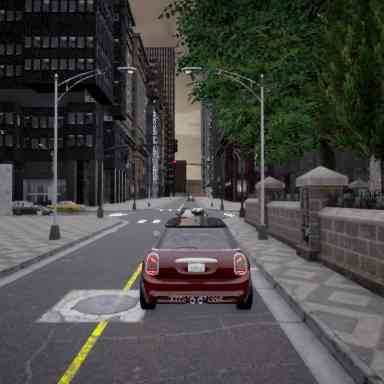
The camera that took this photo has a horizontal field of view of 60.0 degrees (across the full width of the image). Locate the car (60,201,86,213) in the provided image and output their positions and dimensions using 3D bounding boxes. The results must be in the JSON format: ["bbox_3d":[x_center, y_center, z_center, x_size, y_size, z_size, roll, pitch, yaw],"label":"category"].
[{"bbox_3d":[-14.903,1.675,38.570,4.829,1.417,1.752,0,-1,0],"label":"car"}]

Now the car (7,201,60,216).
[{"bbox_3d":[-14.741,1.517,30.046,4.403,1.369,2.008,0,-1,0],"label":"car"}]

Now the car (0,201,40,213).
[{"bbox_3d":[-20.246,1.708,38.580,4.403,1.369,2.008,0,-1,0],"label":"car"}]

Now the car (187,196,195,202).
[{"bbox_3d":[-0.281,1.726,81.310,1.812,1.442,4.674,0,0,0],"label":"car"}]

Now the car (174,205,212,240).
[{"bbox_3d":[0.035,1.541,18.138,1.812,1.442,4.674,0,0,0],"label":"car"}]

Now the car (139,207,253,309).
[{"bbox_3d":[0.071,1.357,8.012,2.097,1.767,4.553,0,0,0],"label":"car"}]
